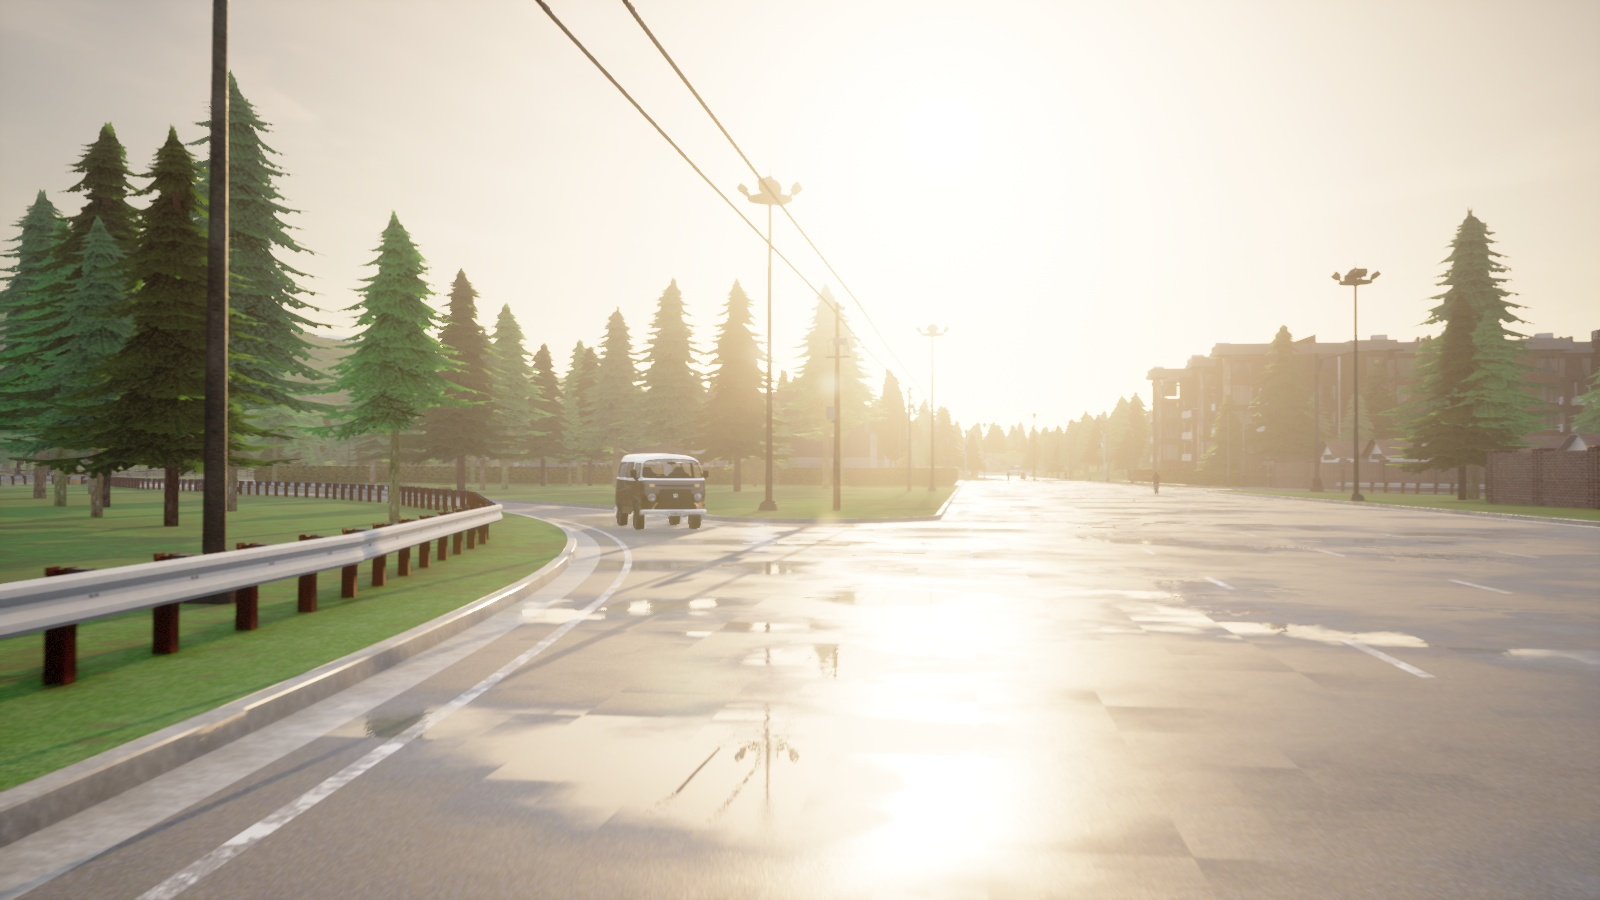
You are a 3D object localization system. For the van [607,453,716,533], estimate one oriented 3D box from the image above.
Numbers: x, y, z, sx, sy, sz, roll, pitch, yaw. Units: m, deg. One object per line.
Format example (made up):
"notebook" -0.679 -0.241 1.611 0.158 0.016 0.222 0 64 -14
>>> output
"van" -3.851 1.131 34.228 2.069 2.038 4.480 0 -1 -18
